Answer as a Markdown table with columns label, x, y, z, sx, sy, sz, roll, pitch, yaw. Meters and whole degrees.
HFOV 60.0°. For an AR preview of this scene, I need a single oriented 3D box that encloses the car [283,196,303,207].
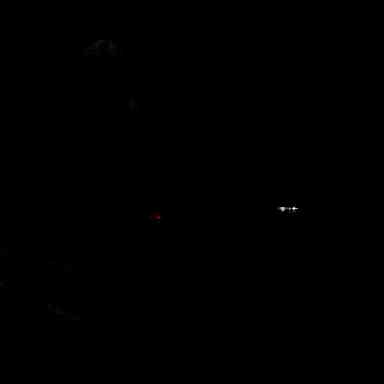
| label | x | y | z | sx | sy | sz | roll | pitch | yaw |
| --- | --- | --- | --- | --- | --- | --- | --- | --- | --- |
| car | 14.997 | 1.429 | 49.222 | 1.837 | 1.490 | 4.892 | 0 | 0 | 36 |

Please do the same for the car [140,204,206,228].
| label | x | y | z | sx | sy | sz | roll | pitch | yaw |
| --- | --- | --- | --- | --- | --- | --- | --- | --- | --- |
| car | -1.080 | 1.522 | 22.168 | 2.033 | 1.411 | 5.357 | 0 | 0 | 36 |
